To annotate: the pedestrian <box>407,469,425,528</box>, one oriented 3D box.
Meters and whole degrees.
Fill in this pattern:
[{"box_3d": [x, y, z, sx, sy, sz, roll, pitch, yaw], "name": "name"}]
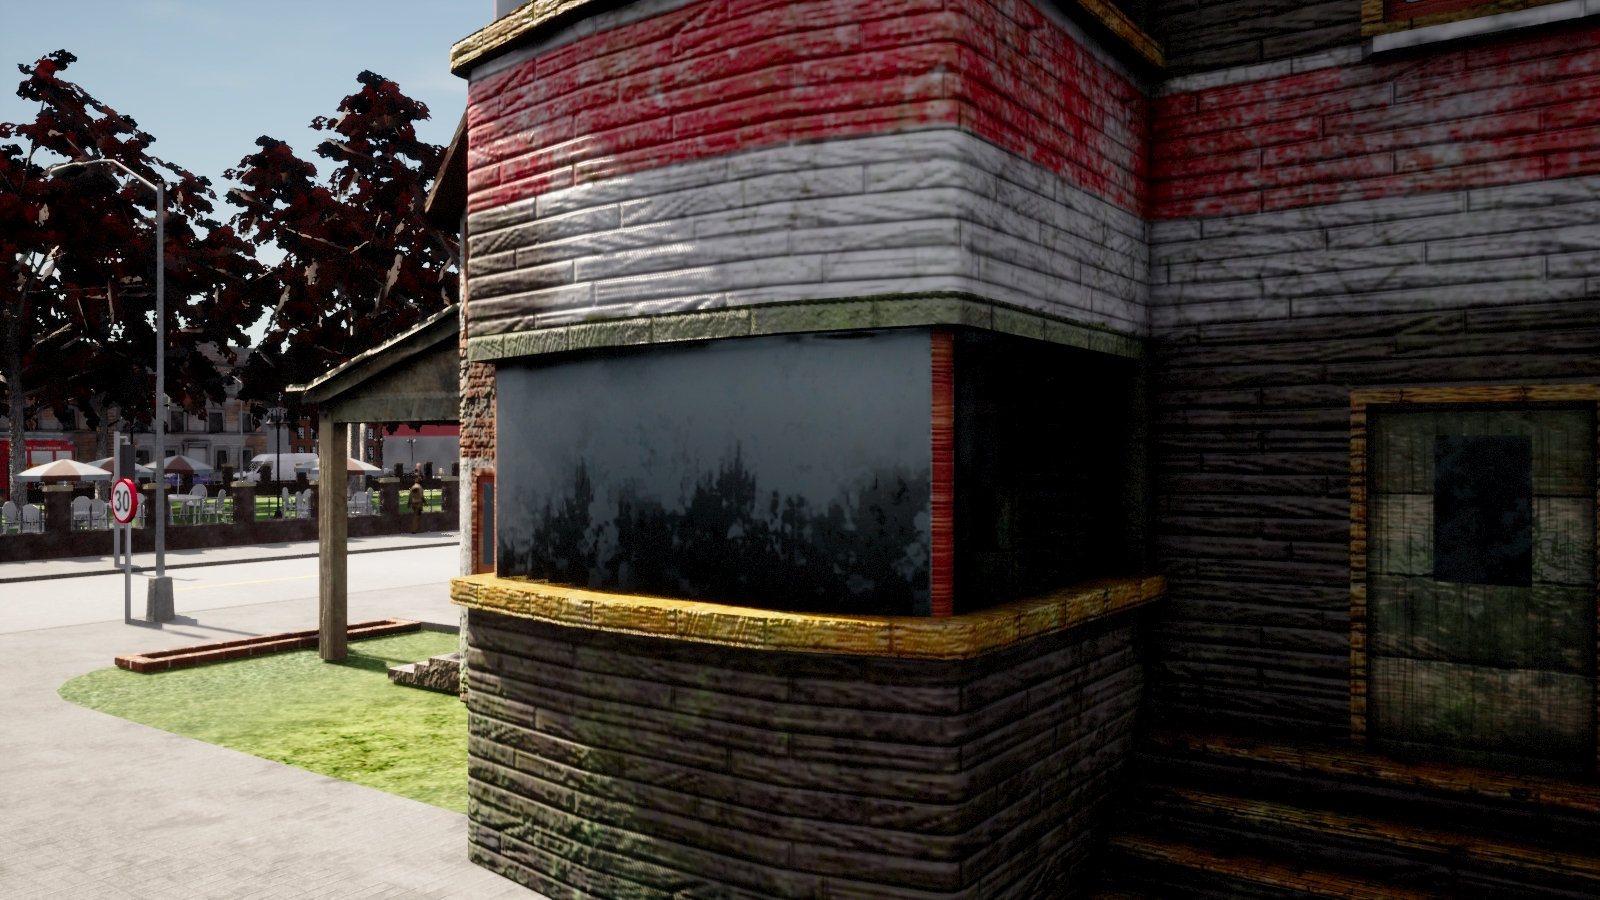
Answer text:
[{"box_3d": [-12.191, 1.525, 36.281, 0.375, 1.860, 0.375, 0, 0, 35], "name": "pedestrian"}]
